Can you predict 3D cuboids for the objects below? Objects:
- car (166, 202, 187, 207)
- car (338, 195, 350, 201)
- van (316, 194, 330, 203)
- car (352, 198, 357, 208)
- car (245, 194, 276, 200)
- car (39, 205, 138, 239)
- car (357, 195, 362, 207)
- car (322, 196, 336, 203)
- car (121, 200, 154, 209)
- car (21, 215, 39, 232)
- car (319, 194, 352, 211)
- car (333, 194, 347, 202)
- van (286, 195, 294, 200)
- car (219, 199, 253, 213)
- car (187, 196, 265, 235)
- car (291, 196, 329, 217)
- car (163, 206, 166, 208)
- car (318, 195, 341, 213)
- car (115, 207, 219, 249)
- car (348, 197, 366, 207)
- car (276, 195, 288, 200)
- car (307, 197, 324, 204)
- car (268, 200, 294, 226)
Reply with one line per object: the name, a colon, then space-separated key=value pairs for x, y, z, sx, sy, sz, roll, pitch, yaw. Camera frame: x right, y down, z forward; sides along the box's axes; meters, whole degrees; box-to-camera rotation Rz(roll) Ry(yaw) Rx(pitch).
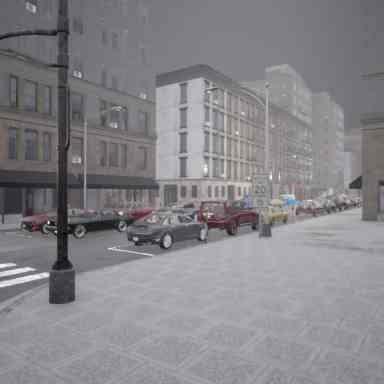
car: x=0.430 y=1.505 z=26.041 sx=1.837 sy=1.490 sz=4.892 roll=0 pitch=0 yaw=35
car: x=39.183 y=1.556 z=85.590 sx=1.887 sy=1.381 sz=4.507 roll=0 pitch=0 yaw=35
van: x=26.741 y=1.348 z=67.886 sx=1.690 sy=1.788 sz=3.998 roll=0 pitch=0 yaw=35
car: x=20.864 y=1.620 z=45.569 sx=1.802 sy=1.307 sz=4.206 roll=0 pitch=0 yaw=35
car: x=6.403 y=1.225 z=34.512 sx=2.150 sy=2.045 sz=5.566 roll=0 pitch=0 yaw=35
car: x=-5.329 y=1.598 z=17.843 sx=1.895 sy=1.301 sz=4.718 roll=0 pitch=0 yaw=32
car: x=23.975 y=1.606 z=49.995 sx=1.947 sy=1.339 sz=4.313 roll=0 pitch=0 yaw=35
car: x=29.851 y=1.554 z=72.312 sx=1.887 sy=1.381 sz=4.507 roll=0 pitch=0 yaw=35
car: x=-4.364 y=1.426 z=23.629 sx=1.967 sy=1.590 sz=4.097 roll=0 pitch=0 yaw=35
car: x=-7.474 y=1.529 z=19.204 sx=1.887 sy=1.381 sz=4.507 roll=0 pitch=0 yaw=35
car: x=17.755 y=1.350 z=41.143 sx=2.192 sy=1.841 sz=5.009 roll=0 pitch=0 yaw=35
car: x=36.073 y=1.326 z=81.163 sx=2.192 sy=1.841 sz=5.009 roll=0 pitch=0 yaw=35
van: x=14.300 y=1.339 z=50.183 sx=1.690 sy=1.788 sz=3.998 roll=0 pitch=0 yaw=35
car: x=4.967 y=1.536 z=36.907 sx=1.887 sy=1.381 sz=4.507 roll=0 pitch=0 yaw=35
car: x=2.202 y=1.341 z=19.014 sx=2.192 sy=1.841 sz=5.009 roll=0 pitch=0 yaw=35
car: x=11.533 y=1.471 z=32.292 sx=1.967 sy=1.590 sz=4.097 roll=0 pitch=0 yaw=35
car: x=-1.253 y=1.539 z=28.056 sx=2.008 sy=1.369 sz=4.403 roll=0 pitch=0 yaw=35
car: x=14.644 y=1.473 z=36.717 sx=1.967 sy=1.590 sz=4.097 roll=0 pitch=0 yaw=35
car: x=-0.909 y=1.575 z=14.590 sx=2.008 sy=1.369 sz=4.403 roll=0 pitch=0 yaw=35
car: x=27.085 y=1.593 z=54.420 sx=2.008 sy=1.369 sz=4.403 roll=0 pitch=0 yaw=35
car: x=11.090 y=1.521 z=45.619 sx=1.752 sy=1.417 sz=4.829 roll=0 pitch=0 yaw=35
car: x=23.630 y=1.571 z=63.461 sx=1.947 sy=1.339 sz=4.313 roll=0 pitch=0 yaw=35
car: x=5.410 y=1.553 z=23.580 sx=1.752 sy=1.417 sz=4.829 roll=0 pitch=0 yaw=35
